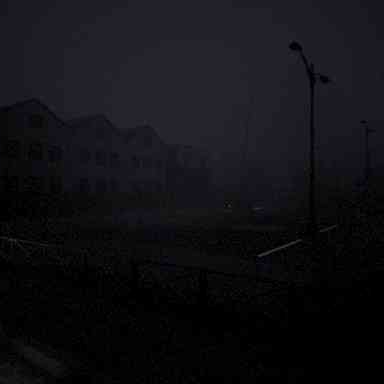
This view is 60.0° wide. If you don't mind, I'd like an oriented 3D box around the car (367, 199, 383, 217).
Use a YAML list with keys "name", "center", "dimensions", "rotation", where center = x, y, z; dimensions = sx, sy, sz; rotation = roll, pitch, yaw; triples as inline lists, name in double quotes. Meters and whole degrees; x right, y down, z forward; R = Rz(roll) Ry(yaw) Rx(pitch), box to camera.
- name: "car"
  center: [15.411, 1.298, 26.818]
  dimensions: [2.007, 1.523, 4.514]
  rotation: [0, 0, 35]

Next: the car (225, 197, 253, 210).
- name: "car"
  center: [5.625, 1.313, 39.506]
  dimensions: [1.837, 1.490, 4.892]
  rotation: [0, 0, 35]
